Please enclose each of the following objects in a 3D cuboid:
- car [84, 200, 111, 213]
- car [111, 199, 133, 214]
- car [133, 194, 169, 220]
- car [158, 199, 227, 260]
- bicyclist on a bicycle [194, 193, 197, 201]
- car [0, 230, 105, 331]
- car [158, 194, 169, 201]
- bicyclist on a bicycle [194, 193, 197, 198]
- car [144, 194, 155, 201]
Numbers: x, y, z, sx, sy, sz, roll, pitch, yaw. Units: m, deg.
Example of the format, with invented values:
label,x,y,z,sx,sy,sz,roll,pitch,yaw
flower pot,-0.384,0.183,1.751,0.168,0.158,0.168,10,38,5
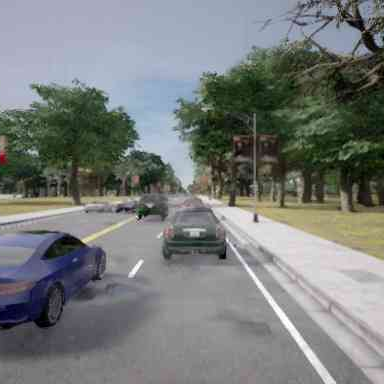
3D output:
label,x,y,z,sx,sy,sz,roll,pitch,yaw
car,-9.849,1.529,35.174,1.895,1.301,4.718,0,0,0
car,-6.603,1.476,34.777,2.033,1.411,5.357,0,0,0
car,-3.163,1.164,27.652,2.150,2.045,5.566,0,0,0
car,0.089,1.326,12.508,2.097,1.767,4.553,0,0,0
bicyclist on a bicycle,0.884,1.240,81.839,0.659,1.776,1.843,0,0,0
car,-3.177,1.511,6.839,1.812,1.442,4.674,0,0,0
car,-6.509,1.271,76.180,2.033,1.411,5.357,0,0,0
bicyclist on a bicycle,0.882,1.321,72.841,0.866,1.612,1.509,0,0,0
car,-9.759,1.248,76.595,2.033,1.411,5.357,0,0,0
